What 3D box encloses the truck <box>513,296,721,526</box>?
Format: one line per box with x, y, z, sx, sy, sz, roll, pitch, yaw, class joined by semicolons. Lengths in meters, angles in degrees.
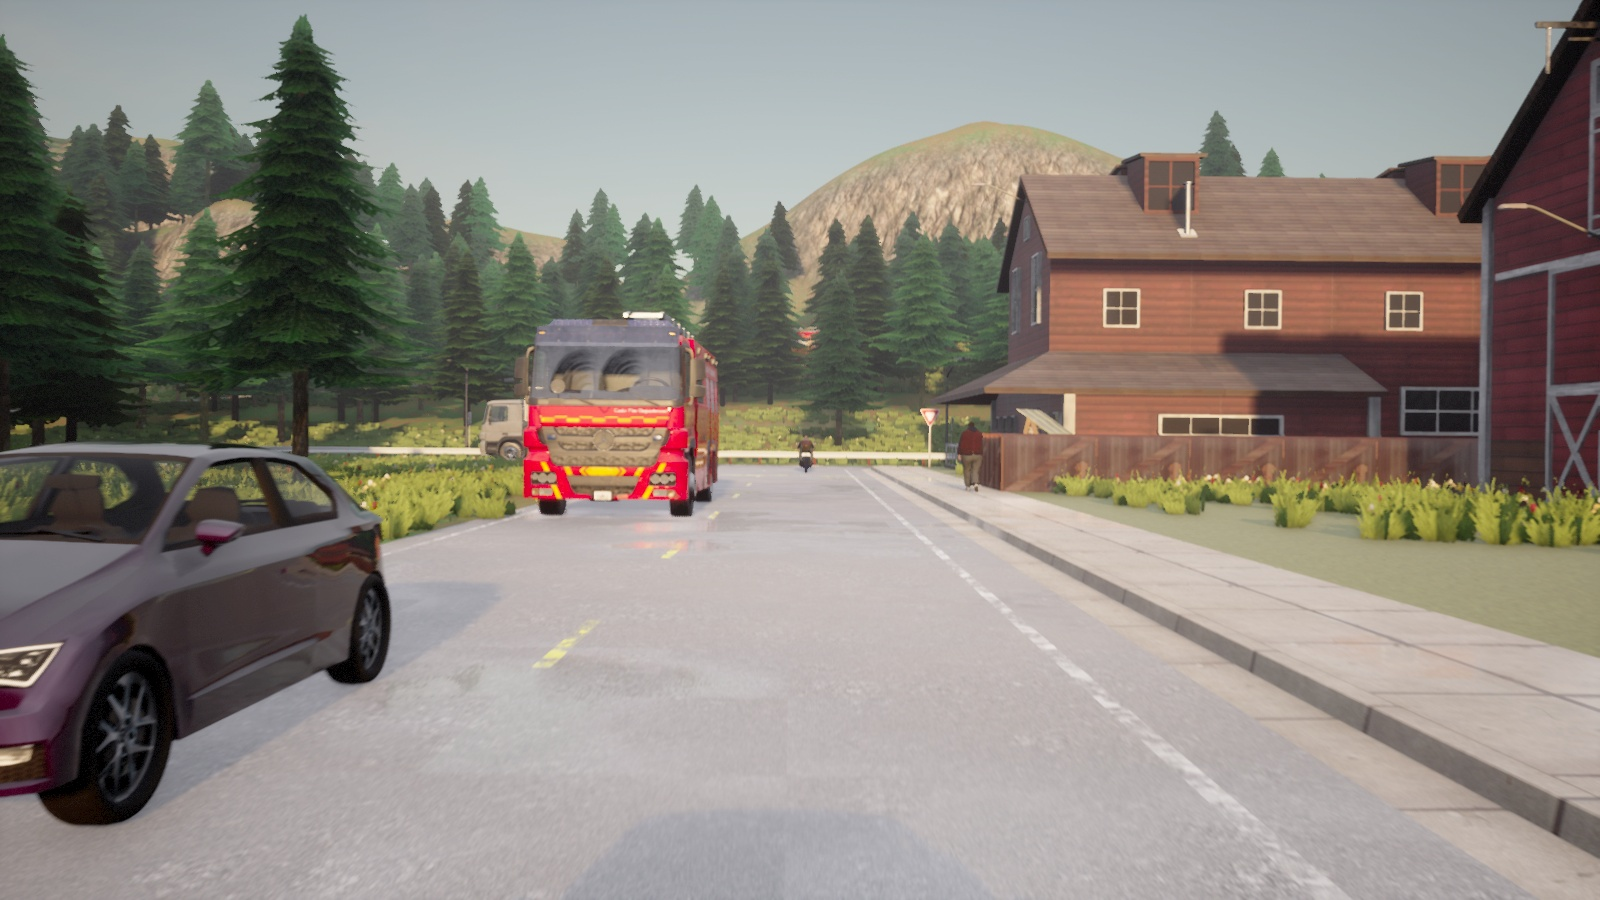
-3.350;-0.705;25.342;2.891;3.827;8.468;1;1;0;truck

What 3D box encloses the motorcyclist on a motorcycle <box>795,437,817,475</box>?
0.248;0.235;51.826;0.866;1.530;2.191;1;0;0;motorcyclist on a motorcycle

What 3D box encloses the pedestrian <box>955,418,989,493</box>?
4.319;0.137;31.605;0.634;1.844;0.899;1;1;-5;pedestrian

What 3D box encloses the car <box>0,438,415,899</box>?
-3.447;0.693;6.143;1.816;1.474;4.193;1;1;0;car

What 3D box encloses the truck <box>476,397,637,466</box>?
-12.823;-0.971;66.600;7.936;3.462;2.891;1;1;0;truck
